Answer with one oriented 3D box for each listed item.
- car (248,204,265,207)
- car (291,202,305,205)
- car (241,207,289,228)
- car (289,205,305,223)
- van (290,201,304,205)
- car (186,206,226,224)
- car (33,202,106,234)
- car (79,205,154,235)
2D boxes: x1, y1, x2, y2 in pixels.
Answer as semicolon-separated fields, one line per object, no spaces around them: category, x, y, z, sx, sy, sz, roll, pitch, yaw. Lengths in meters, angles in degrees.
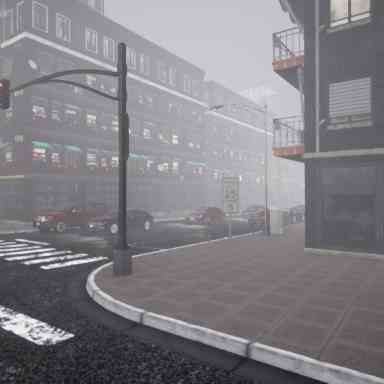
car;7.332;2.188;38.235;1.837;1.490;4.892;0;-1;36
car;14.958;2.334;43.530;1.837;1.490;4.892;0;-2;35
car;5.820;2.047;26.129;1.802;1.307;4.206;-2;-2;35
car;9.092;2.120;30.779;2.008;1.369;4.403;-2;-2;35
van;18.589;2.462;58.777;1.690;1.788;3.998;-1;-2;35
car;1.356;2.019;29.759;1.812;1.442;4.674;0;-1;35
car;-7.585;1.602;21.596;2.192;1.841;5.009;-1;-2;35
car;-4.499;1.813;21.455;1.837;1.490;4.892;0;-1;35
